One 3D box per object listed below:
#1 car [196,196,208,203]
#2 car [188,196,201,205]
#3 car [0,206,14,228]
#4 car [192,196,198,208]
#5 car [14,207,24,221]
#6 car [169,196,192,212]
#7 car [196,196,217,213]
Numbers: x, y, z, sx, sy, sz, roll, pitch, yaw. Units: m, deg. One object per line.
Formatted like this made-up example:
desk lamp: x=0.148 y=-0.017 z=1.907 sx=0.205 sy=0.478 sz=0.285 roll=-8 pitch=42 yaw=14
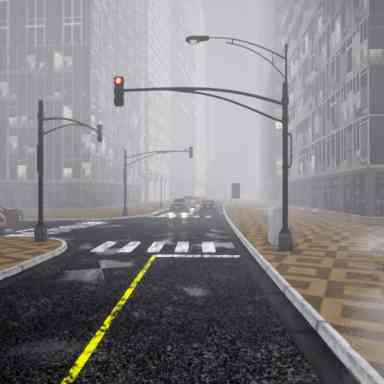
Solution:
car: x=2.131 y=1.510 z=69.571 sx=1.895 sy=1.301 sz=4.718 roll=0 pitch=0 yaw=8
car: x=0.470 y=1.465 z=57.378 sx=1.812 sy=1.442 sz=4.674 roll=0 pitch=0 yaw=7
car: x=-14.630 y=1.576 z=21.847 sx=4.553 sy=1.767 sz=2.097 roll=-1 pitch=0 yaw=11
car: x=-0.601 y=1.310 z=47.624 sx=2.097 sy=1.767 sz=4.553 roll=0 pitch=0 yaw=6
car: x=-16.473 y=1.853 z=28.052 sx=4.403 sy=1.369 sz=2.008 roll=-1 pitch=1 yaw=10
car: x=-1.425 y=1.477 z=38.522 sx=1.837 sy=1.490 sz=4.892 roll=0 pitch=0 yaw=5
car: x=1.762 y=1.520 z=36.993 sx=2.033 sy=1.411 sz=5.357 roll=0 pitch=0 yaw=3
